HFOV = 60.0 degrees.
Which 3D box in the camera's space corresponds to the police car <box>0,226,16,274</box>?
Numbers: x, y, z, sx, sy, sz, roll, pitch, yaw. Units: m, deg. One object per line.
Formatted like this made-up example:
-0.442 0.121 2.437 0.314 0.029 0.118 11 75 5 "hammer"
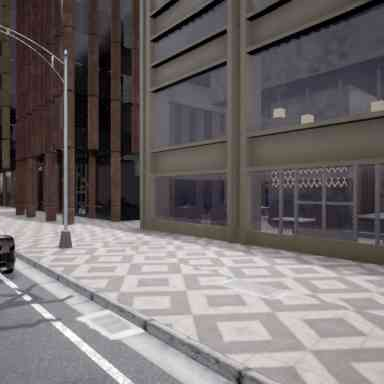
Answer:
-6.727 1.425 9.790 1.930 1.638 5.238 0 0 -41 "police car"
